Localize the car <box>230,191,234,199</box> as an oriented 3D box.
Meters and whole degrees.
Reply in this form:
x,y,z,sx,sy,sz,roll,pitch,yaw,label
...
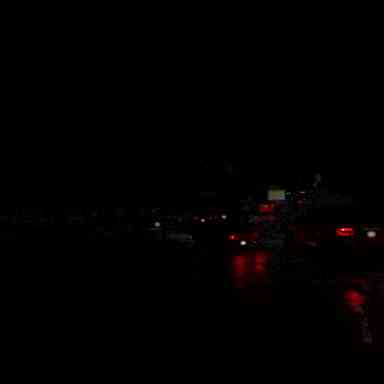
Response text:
x,y,z,sx,sy,sz,roll,pitch,yaw,label
6.254,1.116,73.909,5.008,1.535,2.097,-3,2,3,car

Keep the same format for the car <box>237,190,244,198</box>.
x,y,z,sx,sy,sz,roll,pitch,yaw,label
9.527,0.738,82.131,4.892,1.521,2.231,-3,2,1,car

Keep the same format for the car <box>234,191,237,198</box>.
x,y,z,sx,sy,sz,roll,pitch,yaw,label
7.326,0.865,76.643,4.553,1.767,2.185,-3,1,3,car

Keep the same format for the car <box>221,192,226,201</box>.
x,y,z,sx,sy,sz,roll,pitch,yaw,label
3.947,1.382,68.476,4.892,1.521,2.231,-3,2,4,car

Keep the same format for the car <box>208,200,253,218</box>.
x,y,z,sx,sy,sz,roll,pitch,yaw,label
3.553,2.098,29.647,2.150,2.045,5.566,-2,0,20,car

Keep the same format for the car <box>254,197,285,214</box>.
x,y,z,sx,sy,sz,roll,pitch,yaw,label
9.798,1.686,41.783,2.097,1.767,4.553,-2,2,28,car

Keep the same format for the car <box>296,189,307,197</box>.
x,y,z,sx,sy,sz,roll,pitch,yaw,label
24.114,0.176,73.004,2.128,1.511,4.902,-2,2,21,car

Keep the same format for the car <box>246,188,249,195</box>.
x,y,z,sx,sy,sz,roll,pitch,yaw,label
11.585,0.496,87.671,4.892,1.521,2.231,-3,2,0,car

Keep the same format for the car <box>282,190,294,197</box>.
x,y,z,sx,sy,sz,roll,pitch,yaw,label
21.484,0.289,74.510,2.033,1.411,5.357,-2,2,21,car

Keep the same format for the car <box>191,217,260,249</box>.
x,y,z,sx,sy,sz,roll,pitch,yaw,label
1.581,2.217,17.848,1.895,1.301,4.718,0,-2,-22,car

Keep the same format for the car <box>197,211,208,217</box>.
x,y,z,sx,sy,sz,roll,pitch,yaw,label
1.780,2.511,32.354,1.994,1.385,4.181,-2,0,23,car

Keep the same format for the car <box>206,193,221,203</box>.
x,y,z,sx,sy,sz,roll,pitch,yaw,label
2.717,1.548,65.781,4.792,1.488,2.163,-3,2,5,car

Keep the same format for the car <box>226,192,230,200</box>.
x,y,z,sx,sy,sz,roll,pitch,yaw,label
5.108,1.288,71.196,4.674,1.452,2.002,-3,1,4,car

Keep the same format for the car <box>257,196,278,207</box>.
x,y,z,sx,sy,sz,roll,pitch,yaw,label
12.111,1.462,53.079,2.033,1.411,5.357,-2,2,26,car

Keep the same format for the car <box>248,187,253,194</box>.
x,y,z,sx,sy,sz,roll,pitch,yaw,label
13.538,0.265,93.248,5.008,1.535,2.097,-3,1,0,car

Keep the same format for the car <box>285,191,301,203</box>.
x,y,z,sx,sy,sz,roll,pitch,yaw,label
15.783,1.188,53.788,1.882,1.535,5.008,-2,2,26,car

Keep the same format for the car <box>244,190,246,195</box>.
x,y,z,sx,sy,sz,roll,pitch,yaw,label
10.567,0.616,84.895,4.892,1.521,2.231,-3,2,1,car

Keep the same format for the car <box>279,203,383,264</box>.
x,y,z,sx,sy,sz,roll,pitch,yaw,label
5.716,1.600,13.661,2.150,2.045,5.566,-1,-2,-5,car

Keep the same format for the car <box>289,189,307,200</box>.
x,y,z,sx,sy,sz,roll,pitch,yaw,label
20.241,0.713,63.683,1.882,1.535,5.008,-2,2,23,car
